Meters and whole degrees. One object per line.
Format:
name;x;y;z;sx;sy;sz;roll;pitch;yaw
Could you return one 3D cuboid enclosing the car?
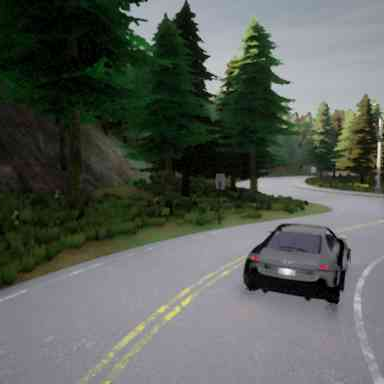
car;2.758;1.477;8.254;1.994;1.385;4.181;3;2;27
